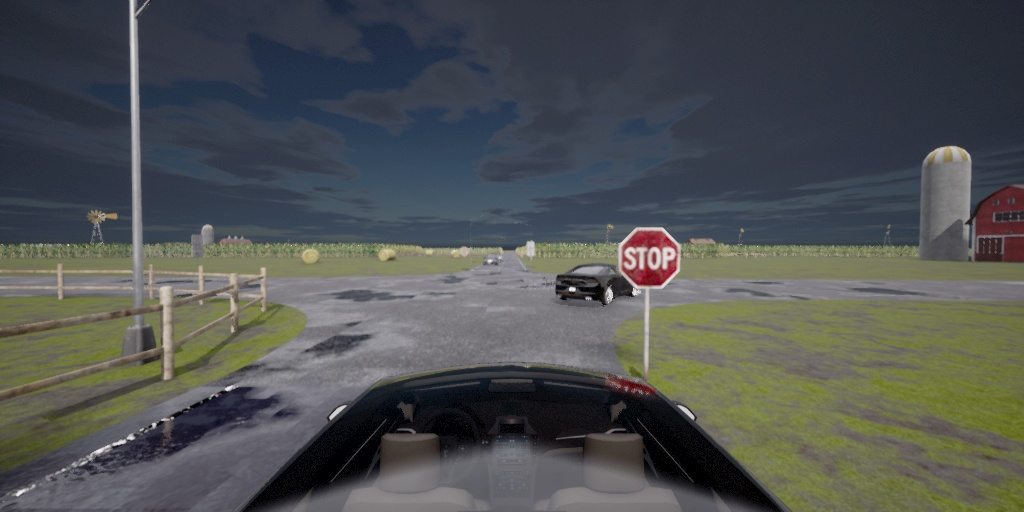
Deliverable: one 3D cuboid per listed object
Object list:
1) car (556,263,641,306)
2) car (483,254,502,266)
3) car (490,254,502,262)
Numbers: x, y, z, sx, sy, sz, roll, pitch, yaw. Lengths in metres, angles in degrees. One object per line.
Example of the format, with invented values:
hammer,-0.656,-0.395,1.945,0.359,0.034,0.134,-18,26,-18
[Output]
car,3.693,1.031,14.778,1.882,1.535,5.008,1,1,38
car,-2.776,0.482,47.503,2.128,1.511,4.902,0,1,0
car,-2.725,0.333,63.705,1.895,1.301,4.718,0,1,1
